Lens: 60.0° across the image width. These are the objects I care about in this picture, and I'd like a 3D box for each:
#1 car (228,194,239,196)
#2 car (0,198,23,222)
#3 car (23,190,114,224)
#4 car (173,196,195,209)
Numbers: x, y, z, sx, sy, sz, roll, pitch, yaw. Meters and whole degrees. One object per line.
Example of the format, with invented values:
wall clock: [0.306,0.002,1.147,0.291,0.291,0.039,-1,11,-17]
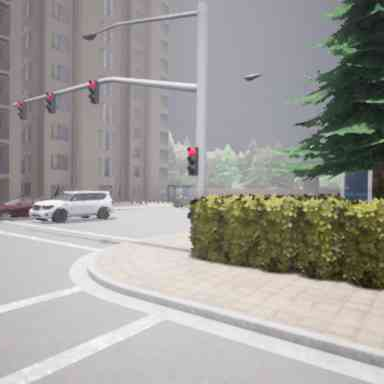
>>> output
car: [4.687,1.054,39.299,2.097,1.767,4.553,1,1,37]
car: [-11.700,1.118,23.180,1.882,1.535,5.008,1,1,39]
car: [-7.816,0.920,22.291,2.150,2.045,5.566,1,1,36]
car: [-0.270,1.211,38.492,1.994,1.385,4.181,1,1,36]
